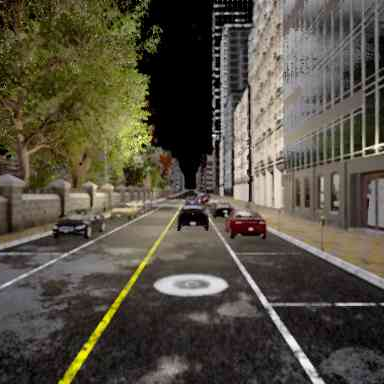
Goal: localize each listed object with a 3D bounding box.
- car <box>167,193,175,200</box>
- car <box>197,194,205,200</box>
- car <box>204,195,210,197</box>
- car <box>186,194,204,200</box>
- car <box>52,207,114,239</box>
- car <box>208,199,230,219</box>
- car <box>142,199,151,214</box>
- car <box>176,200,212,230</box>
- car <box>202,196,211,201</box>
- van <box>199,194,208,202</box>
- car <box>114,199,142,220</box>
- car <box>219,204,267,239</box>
[{"bbox_3d":[-5.864,1.227,91.136,2.192,1.841,5.009,1,0,0],"label":"car"},{"bbox_3d":[2.516,1.349,91.111,1.967,1.590,4.097,1,0,0],"label":"car"},{"bbox_3d":[2.583,1.558,57.023,1.802,1.307,4.206,0,0,0],"label":"car"},{"bbox_3d":[0.021,1.348,40.313,2.097,1.767,4.553,0,0,0],"label":"car"},{"bbox_3d":[-5.717,1.558,17.259,2.008,1.369,4.403,0,0,0],"label":"car"},{"bbox_3d":[2.641,1.566,28.617,1.947,1.339,4.313,0,0,0],"label":"car"},{"bbox_3d":[-5.751,1.552,34.307,2.008,1.369,4.403,0,0,0],"label":"car"},{"bbox_3d":[0.058,1.509,20.986,1.837,1.490,4.892,0,0,0],"label":"car"},{"bbox_3d":[2.617,1.544,39.981,2.008,1.369,4.403,0,0,0],"label":"car"},{"bbox_3d":[2.551,1.288,74.067,1.690,1.788,3.998,0,0,0],"label":"van"},{"bbox_3d":[-5.739,1.530,28.454,1.752,1.417,4.829,0,0,0],"label":"car"},{"bbox_3d":[2.664,1.548,17.255,1.887,1.381,4.507,0,0,0],"label":"car"}]
